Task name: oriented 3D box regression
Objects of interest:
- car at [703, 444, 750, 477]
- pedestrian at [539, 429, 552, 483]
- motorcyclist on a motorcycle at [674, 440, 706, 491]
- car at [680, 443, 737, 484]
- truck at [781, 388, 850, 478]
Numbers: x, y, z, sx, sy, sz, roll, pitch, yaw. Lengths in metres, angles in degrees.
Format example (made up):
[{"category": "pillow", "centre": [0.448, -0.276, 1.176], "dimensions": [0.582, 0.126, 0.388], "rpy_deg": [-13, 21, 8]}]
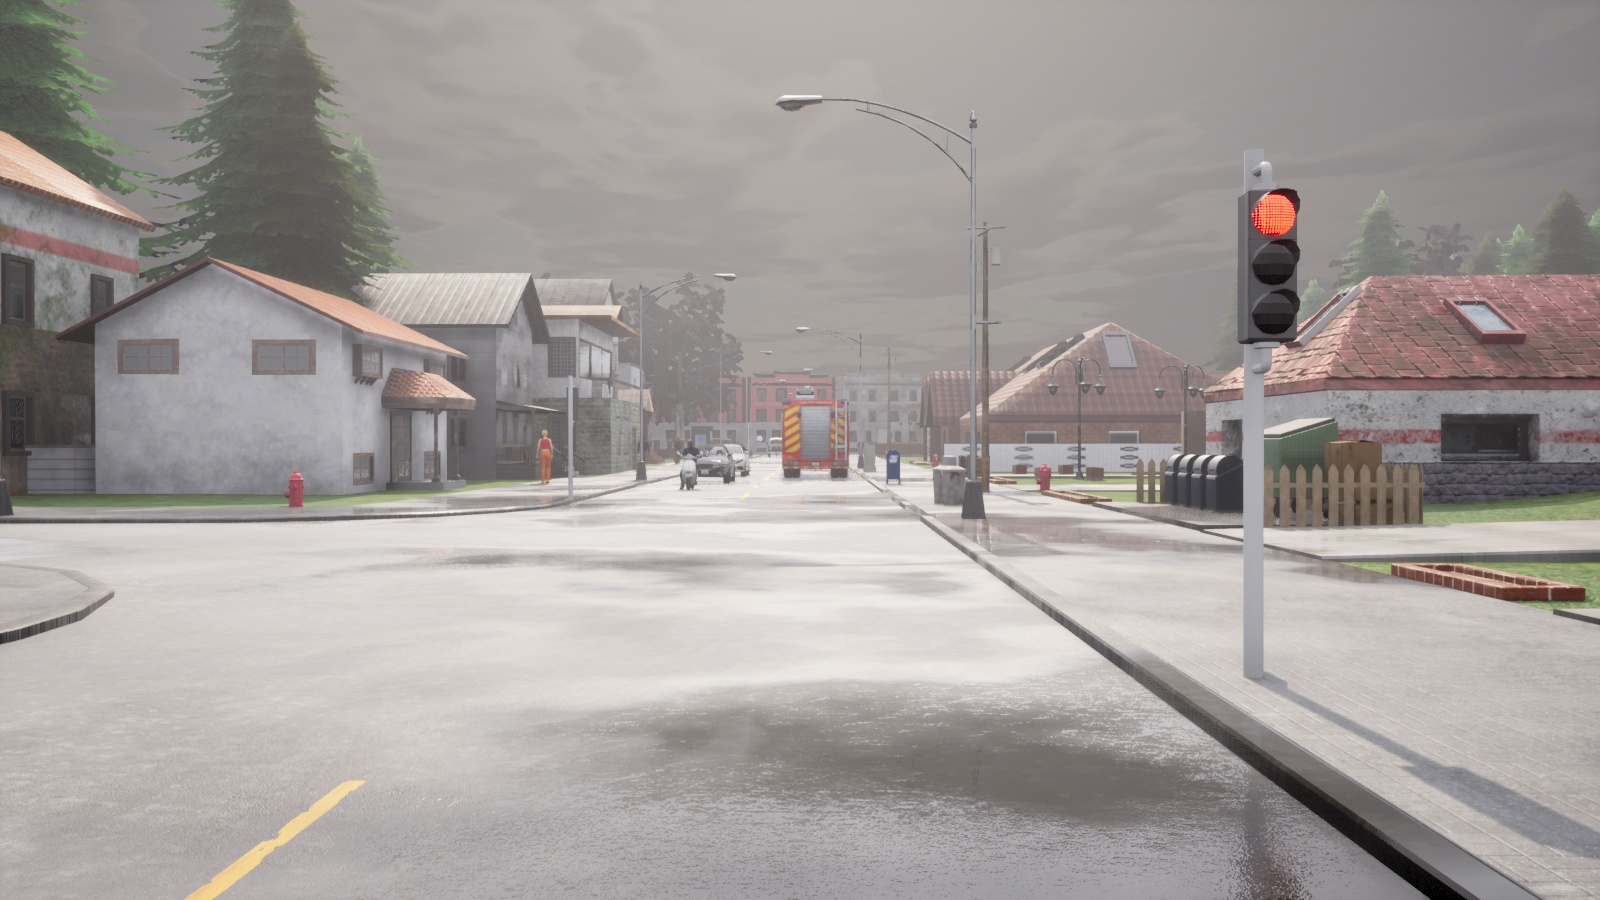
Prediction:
[{"category": "car", "centre": [-3.294, 0.447, 57.229], "dimensions": [1.812, 1.442, 4.674], "rpy_deg": [0, 0, 1]}, {"category": "pedestrian", "centre": [-8.659, 0.208, 42.716], "dimensions": [0.345, 1.836, 0.594], "rpy_deg": [0, 0, -4]}, {"category": "motorcyclist on a motorcycle", "centre": [-3.507, 0.470, 40.226], "dimensions": [0.866, 1.590, 1.817], "rpy_deg": [0, 0, 1]}, {"category": "car", "centre": [-3.413, 0.490, 47.444], "dimensions": [1.816, 1.474, 4.193], "rpy_deg": [0, 0, 1]}, {"category": "truck", "centre": [0.708, -0.740, 57.140], "dimensions": [2.891, 3.827, 8.468], "rpy_deg": [0, 0, 1]}]
